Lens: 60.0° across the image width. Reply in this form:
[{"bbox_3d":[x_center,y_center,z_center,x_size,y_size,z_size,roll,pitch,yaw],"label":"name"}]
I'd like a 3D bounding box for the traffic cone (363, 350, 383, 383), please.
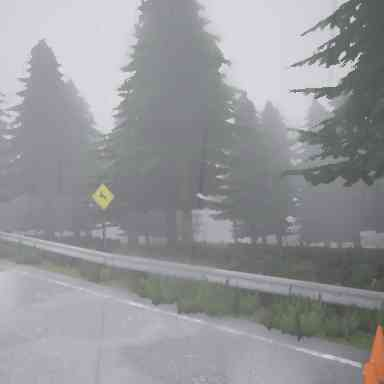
[{"bbox_3d":[1.780,1.956,3.280,0.340,0.580,0.340,0,0,34],"label":"traffic cone"}]

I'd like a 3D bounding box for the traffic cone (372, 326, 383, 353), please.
[{"bbox_3d":[2.325,1.956,4.115,0.340,0.580,0.340,0,0,34],"label":"traffic cone"}]
